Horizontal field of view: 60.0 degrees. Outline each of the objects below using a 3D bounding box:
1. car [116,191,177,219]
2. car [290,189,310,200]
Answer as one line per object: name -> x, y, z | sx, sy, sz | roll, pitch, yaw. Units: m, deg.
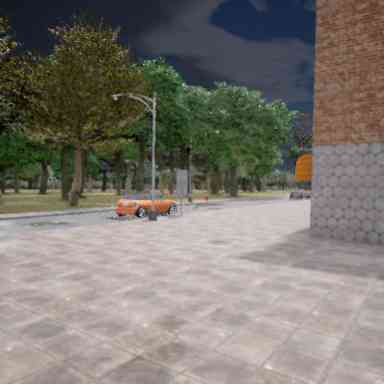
car -> -3.052, 0.793, 23.167 | 2.097, 1.767, 4.553 | 2, 2, 35
car -> 16.456, 0.348, 50.523 | 2.128, 1.511, 4.902 | 2, 2, 36
